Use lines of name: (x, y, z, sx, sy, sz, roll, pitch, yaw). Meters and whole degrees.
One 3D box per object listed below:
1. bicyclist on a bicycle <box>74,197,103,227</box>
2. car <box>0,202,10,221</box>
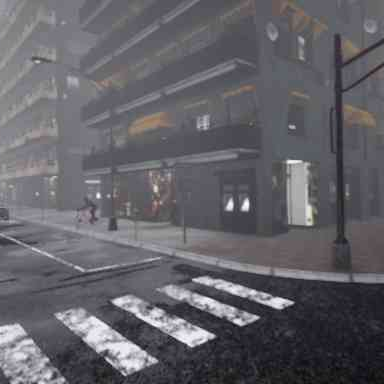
bicyclist on a bicycle: (-5.748, 1.090, 18.518, 1.656, 1.620, 0.582, -2, 1, -41)
car: (-14.552, 1.373, 24.163, 2.008, 1.369, 4.403, 0, 0, -41)
